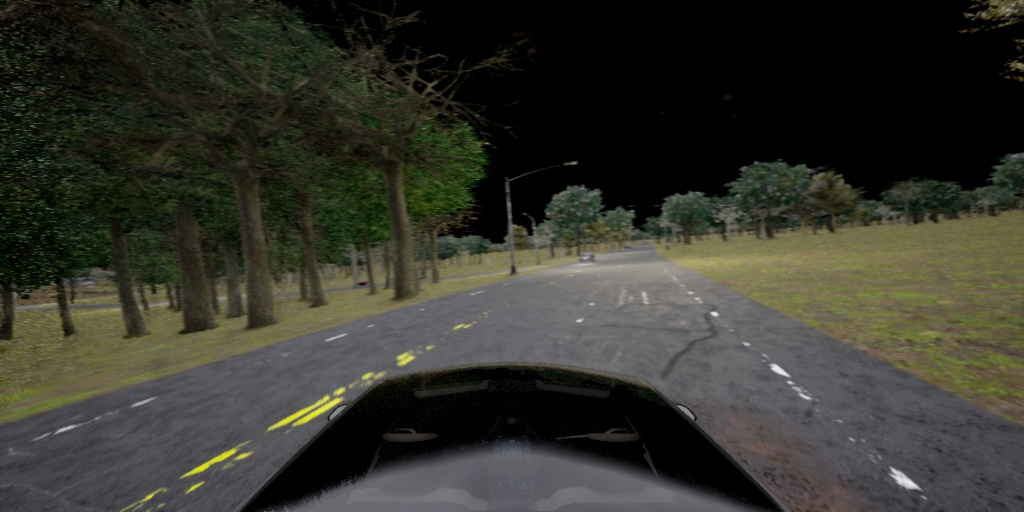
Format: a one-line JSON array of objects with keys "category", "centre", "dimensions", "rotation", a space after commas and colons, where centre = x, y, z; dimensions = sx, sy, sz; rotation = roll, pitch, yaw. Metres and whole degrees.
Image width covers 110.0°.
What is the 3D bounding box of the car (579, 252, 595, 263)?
[{"category": "car", "centre": [10.889, 0.138, 51.926], "dimensions": [2.128, 1.511, 4.902], "rotation": [-4, 0, 19]}]
